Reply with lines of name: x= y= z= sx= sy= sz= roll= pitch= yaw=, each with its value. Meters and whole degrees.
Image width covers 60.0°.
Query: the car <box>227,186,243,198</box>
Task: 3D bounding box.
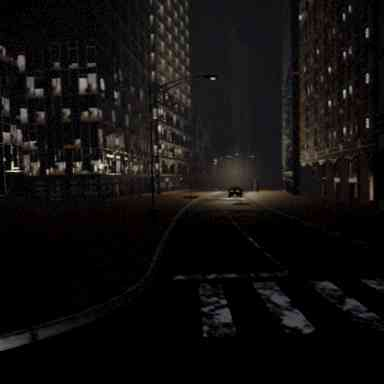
car: x=5.946 y=0.079 z=46.119 sx=1.837 sy=1.490 sz=4.892 roll=-1 pitch=1 yaw=8

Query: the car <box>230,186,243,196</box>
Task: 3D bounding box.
car: x=7.518 y=-0.206 z=56.016 sx=1.837 sy=1.490 sz=4.892 roll=-1 pitch=1 yaw=11
